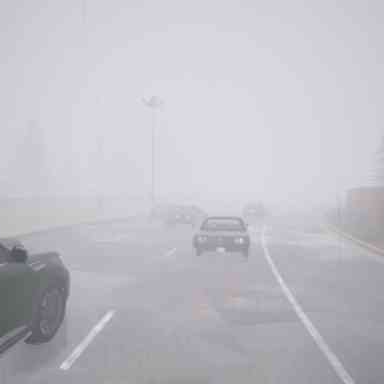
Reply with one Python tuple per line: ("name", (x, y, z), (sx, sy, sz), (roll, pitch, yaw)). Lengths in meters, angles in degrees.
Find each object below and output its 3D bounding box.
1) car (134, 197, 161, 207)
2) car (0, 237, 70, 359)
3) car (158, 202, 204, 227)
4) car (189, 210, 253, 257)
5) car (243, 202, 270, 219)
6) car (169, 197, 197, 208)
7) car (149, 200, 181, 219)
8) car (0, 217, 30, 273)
("car", (-6.944, 1.478, 52.523), (1.812, 1.442, 4.674), (0, 0, 30))
("car", (-3.227, 1.208, 3.281), (2.150, 2.045, 5.566), (0, 0, 3))
("car", (-0.253, 1.537, 22.635), (2.033, 1.411, 5.357), (0, 0, 15))
("car", (1.289, 1.600, 13.065), (1.895, 1.301, 4.718), (0, 0, 9))
("car", (5.750, 1.573, 29.720), (1.994, 1.385, 4.181), (0, 0, 20))
("car", (-1.248, 1.501, 48.418), (1.812, 1.442, 4.674), (0, 0, 29))
("car", (-2.068, 1.545, 28.532), (1.994, 1.385, 4.181), (0, 0, 17))
("car", (-6.413, 1.520, 7.982), (2.033, 1.411, 5.357), (0, 0, 6))
